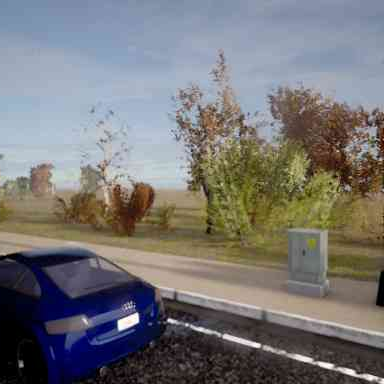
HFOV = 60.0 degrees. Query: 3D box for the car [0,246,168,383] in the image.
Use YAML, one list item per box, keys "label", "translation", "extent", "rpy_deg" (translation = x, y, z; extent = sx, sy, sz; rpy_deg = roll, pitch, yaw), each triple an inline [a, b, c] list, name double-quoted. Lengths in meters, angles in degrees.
- label: "car"
  translation: [-2.418, 1.584, 5.295]
  extent: [4.181, 1.385, 1.994]
  rpy_deg: [0, 0, 36]
